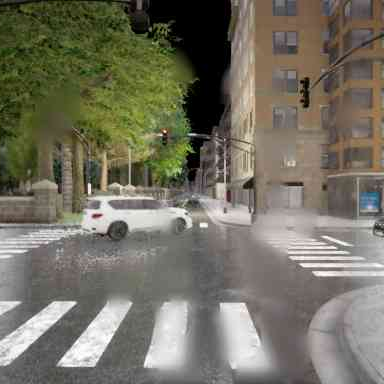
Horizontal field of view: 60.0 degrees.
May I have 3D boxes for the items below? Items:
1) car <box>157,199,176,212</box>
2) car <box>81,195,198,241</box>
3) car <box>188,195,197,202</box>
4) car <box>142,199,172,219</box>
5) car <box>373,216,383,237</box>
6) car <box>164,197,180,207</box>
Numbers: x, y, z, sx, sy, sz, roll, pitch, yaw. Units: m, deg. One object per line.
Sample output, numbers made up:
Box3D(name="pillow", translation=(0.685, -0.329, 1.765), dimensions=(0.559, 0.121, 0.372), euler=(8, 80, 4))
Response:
Box3D(name="car", translation=(-3.019, 1.563, 39.797), dimensions=(1.895, 1.301, 4.718), euler=(0, 0, 0))
Box3D(name="car", translation=(-2.713, 1.218, 16.836), dimensions=(5.566, 2.045, 2.150), euler=(0, 1, -36))
Box3D(name="car", translation=(0.183, 1.424, 70.670), dimensions=(1.812, 1.442, 4.674), euler=(0, 0, 0))
Box3D(name="car", translation=(-3.026, 1.472, 29.714), dimensions=(2.128, 1.511, 4.902), euler=(0, 0, 0))
Box3D(name="car", translation=(10.999, 1.366, 15.485), dimensions=(4.553, 1.767, 2.097), euler=(0, 0, 0))
Box3D(name="car", translation=(-2.987, 1.488, 50.485), dimensions=(2.033, 1.411, 5.357), euler=(0, 0, 0))
